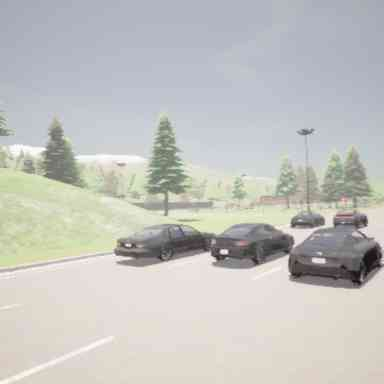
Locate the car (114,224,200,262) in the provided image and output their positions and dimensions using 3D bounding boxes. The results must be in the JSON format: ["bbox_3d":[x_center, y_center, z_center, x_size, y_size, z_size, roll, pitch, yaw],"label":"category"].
[{"bbox_3d":[-0.894,2.118,14.780,2.033,1.411,5.357,-3,-3,38],"label":"car"}]

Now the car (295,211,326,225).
[{"bbox_3d":[10.143,2.330,28.950,1.994,1.385,4.181,-3,-3,38],"label":"car"}]

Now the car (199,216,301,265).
[{"bbox_3d":[2.541,1.953,13.500,1.812,1.442,4.674,-3,-2,38],"label":"car"}]

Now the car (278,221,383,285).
[{"bbox_3d":[4.628,1.825,10.494,1.994,1.385,4.181,-3,-3,38],"label":"car"}]

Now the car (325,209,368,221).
[{"bbox_3d":[12.692,2.100,26.538,2.128,1.511,4.902,-3,-2,38],"label":"car"}]
